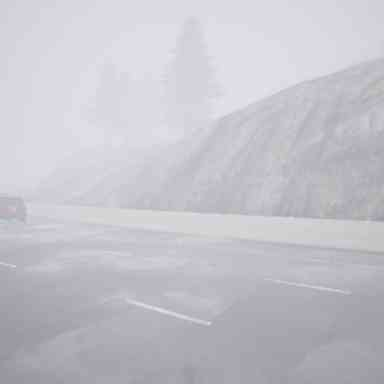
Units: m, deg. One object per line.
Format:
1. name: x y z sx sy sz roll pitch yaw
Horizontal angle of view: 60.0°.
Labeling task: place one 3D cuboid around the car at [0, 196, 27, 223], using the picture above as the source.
1. car: -14.721 1.348 25.827 2.150 2.045 5.566 0 0 -45

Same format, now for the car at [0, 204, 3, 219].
1. car: -13.435 1.576 19.853 4.902 1.511 2.128 0 -1 43
